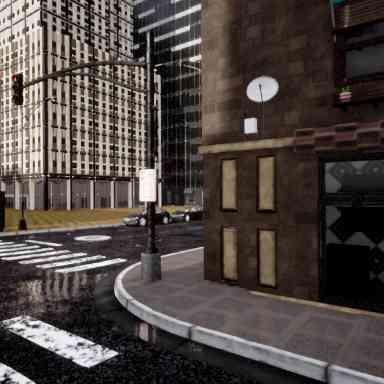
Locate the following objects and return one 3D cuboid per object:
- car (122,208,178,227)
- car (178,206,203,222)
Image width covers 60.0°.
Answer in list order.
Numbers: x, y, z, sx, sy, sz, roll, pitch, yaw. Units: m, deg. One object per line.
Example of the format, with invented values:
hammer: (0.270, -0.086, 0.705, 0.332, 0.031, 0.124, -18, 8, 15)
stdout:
car: (-3.467, 1.896, 25.898, 2.008, 1.369, 4.403, -2, -2, 35)
car: (-0.261, 1.977, 30.452, 2.008, 1.369, 4.403, -2, -2, 35)
